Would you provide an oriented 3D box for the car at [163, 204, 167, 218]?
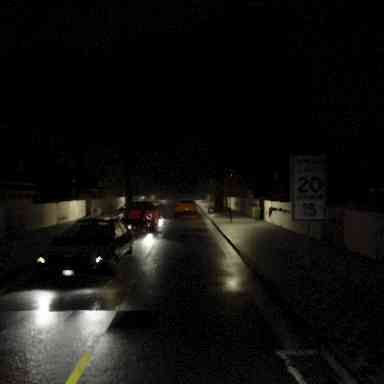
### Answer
[{"bbox_3d":[-3.315,1.569,29.968,1.994,1.385,4.181,0,0,-1],"label":"car"}]

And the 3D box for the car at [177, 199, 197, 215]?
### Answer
[{"bbox_3d":[-0.516,1.473,34.409,1.882,1.535,5.008,0,0,-1],"label":"car"}]

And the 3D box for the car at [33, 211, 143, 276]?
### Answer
[{"bbox_3d":[-3.018,1.554,10.641,2.033,1.411,5.357,0,0,-1],"label":"car"}]

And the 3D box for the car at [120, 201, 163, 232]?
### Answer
[{"bbox_3d":[-3.176,1.357,20.228,2.097,1.767,4.553,0,0,-1],"label":"car"}]

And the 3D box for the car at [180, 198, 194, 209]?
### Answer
[{"bbox_3d":[-0.756,1.603,47.315,1.895,1.301,4.718,0,0,0],"label":"car"}]
